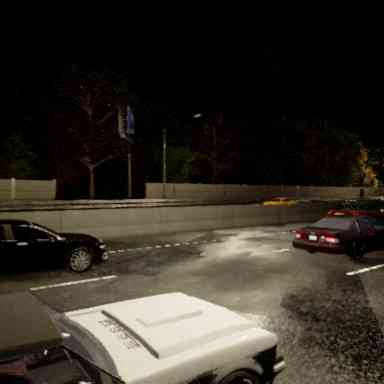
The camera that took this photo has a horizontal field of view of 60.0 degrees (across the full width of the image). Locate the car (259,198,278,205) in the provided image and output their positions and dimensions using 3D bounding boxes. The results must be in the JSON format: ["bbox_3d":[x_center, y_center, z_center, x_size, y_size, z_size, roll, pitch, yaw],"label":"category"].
[{"bbox_3d":[11.179,1.491,42.041,5.008,1.535,1.882,0,0,-35],"label":"car"}]

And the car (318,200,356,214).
[{"bbox_3d":[16.163,1.579,37.003,4.181,1.385,1.994,0,0,-35],"label":"car"}]

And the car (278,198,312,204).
[{"bbox_3d":[12.611,1.613,38.769,4.718,1.301,1.895,0,0,-35],"label":"car"}]

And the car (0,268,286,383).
[{"bbox_3d":[-1.390,1.601,2.756,4.718,1.301,1.895,0,0,-36],"label":"car"}]

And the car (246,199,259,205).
[{"bbox_3d":[9.250,1.578,44.960,4.181,1.385,1.994,0,0,-35],"label":"car"}]

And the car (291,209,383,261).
[{"bbox_3d":[5.998,1.546,12.324,5.357,1.411,2.033,0,0,-35],"label":"car"}]

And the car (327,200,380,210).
[{"bbox_3d":[9.900,1.352,19.408,4.553,1.767,2.097,0,0,-35],"label":"car"}]

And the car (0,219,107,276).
[{"bbox_3d":[-4.759,1.505,8.949,4.892,1.490,1.837,0,0,-36],"label":"car"}]
